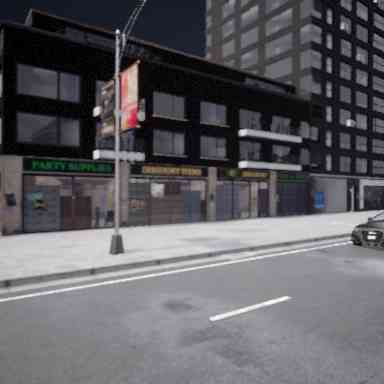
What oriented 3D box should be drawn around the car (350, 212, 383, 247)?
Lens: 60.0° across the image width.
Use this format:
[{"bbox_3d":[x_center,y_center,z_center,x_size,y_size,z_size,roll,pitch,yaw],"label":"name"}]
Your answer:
[{"bbox_3d":[8.363,1.516,13.625,4.181,1.385,1.994,0,0,-35],"label":"car"}]
